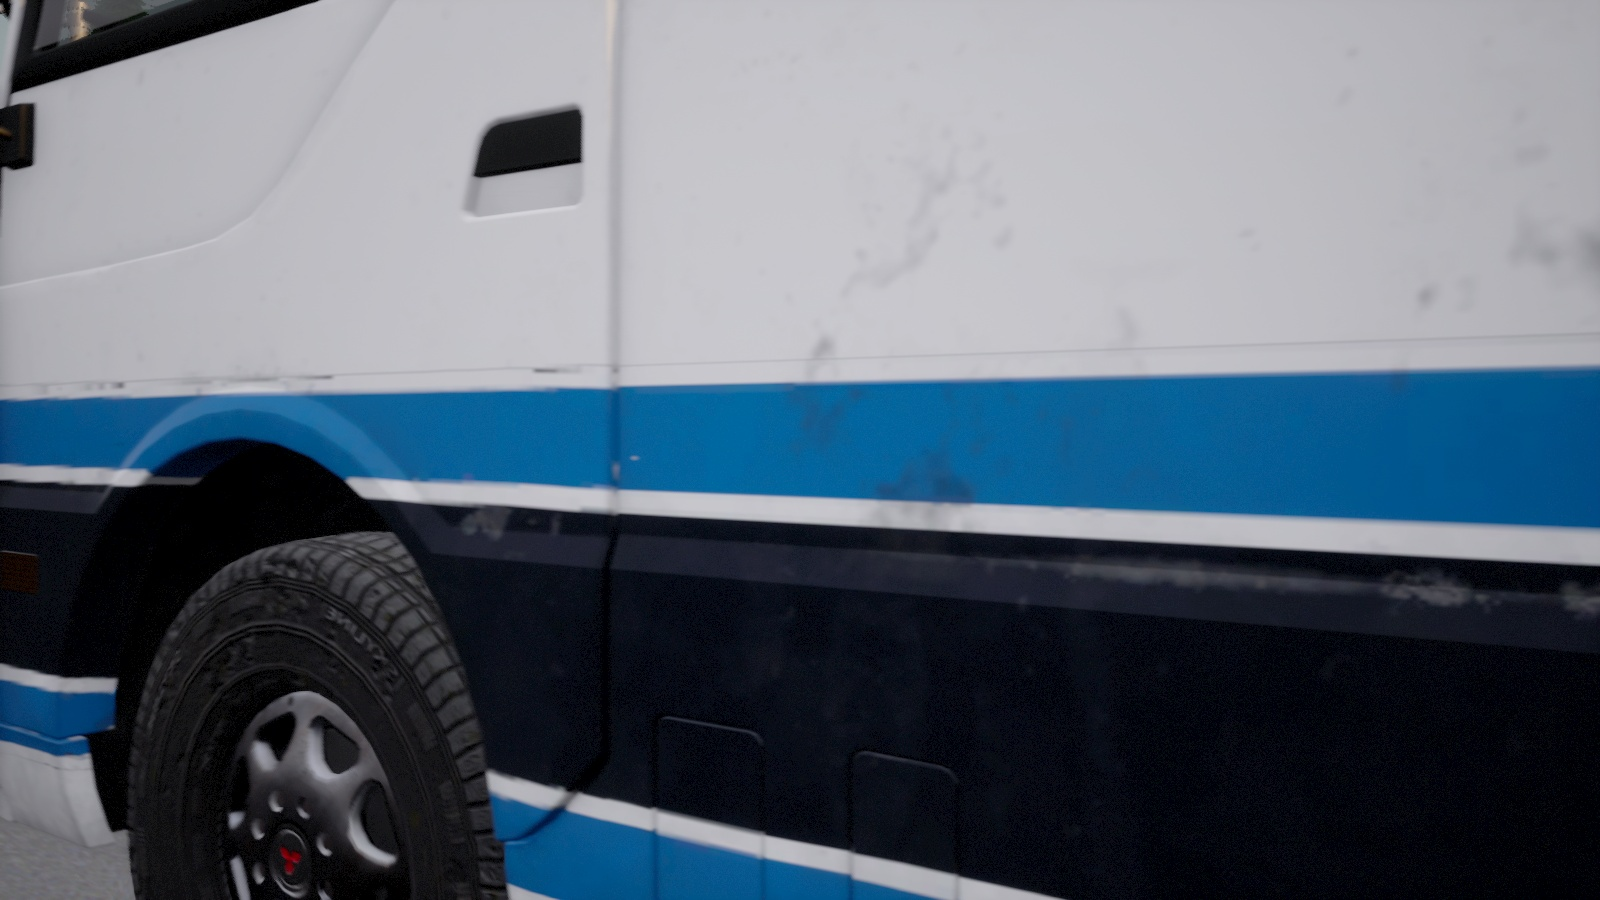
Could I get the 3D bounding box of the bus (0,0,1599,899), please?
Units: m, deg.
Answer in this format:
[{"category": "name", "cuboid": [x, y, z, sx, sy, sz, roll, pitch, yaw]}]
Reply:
[{"category": "bus", "cuboid": [2.314, -0.696, 2.060, 10.273, 4.253, 3.944, 0, 1, 34]}]
